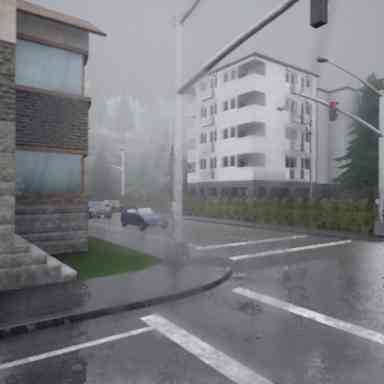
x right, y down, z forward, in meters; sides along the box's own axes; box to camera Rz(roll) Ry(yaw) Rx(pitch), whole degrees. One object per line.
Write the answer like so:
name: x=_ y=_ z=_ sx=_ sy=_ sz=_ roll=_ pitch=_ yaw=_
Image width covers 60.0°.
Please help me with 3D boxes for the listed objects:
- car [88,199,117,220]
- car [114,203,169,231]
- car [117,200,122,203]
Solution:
car: x=-9.208 y=1.589 z=31.241 sx=2.097 sy=1.767 sz=4.553 roll=0 pitch=0 yaw=-35
car: x=-3.425 y=1.763 z=23.108 sx=1.812 sy=1.442 sz=4.674 roll=0 pitch=0 yaw=-36
car: x=-9.290 y=1.610 z=37.690 sx=2.097 sy=1.767 sz=4.553 roll=0 pitch=0 yaw=-35
